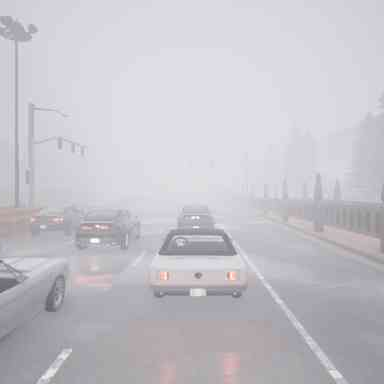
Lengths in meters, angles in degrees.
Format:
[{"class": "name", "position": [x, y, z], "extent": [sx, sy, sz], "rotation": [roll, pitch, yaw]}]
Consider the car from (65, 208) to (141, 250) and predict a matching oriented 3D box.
[{"class": "car", "position": [-3.337, 1.412, 13.889], "extent": [1.837, 1.490, 4.892], "rotation": [0, 0, 0]}]

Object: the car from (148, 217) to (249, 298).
[{"class": "car", "position": [0.131, 1.549, 8.352], "extent": [1.895, 1.301, 4.718], "rotation": [0, 0, 0]}]

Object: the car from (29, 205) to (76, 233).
[{"class": "car", "position": [-6.843, 1.406, 17.518], "extent": [1.812, 1.442, 4.674], "rotation": [0, 0, -1]}]

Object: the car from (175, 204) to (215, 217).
[{"class": "car", "position": [0.187, 1.385, 17.612], "extent": [1.837, 1.490, 4.892], "rotation": [0, 0, 0]}]

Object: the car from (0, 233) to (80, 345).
[{"class": "car", "position": [-3.385, 1.576, 4.663], "extent": [1.895, 1.301, 4.718], "rotation": [0, 0, 0]}]
